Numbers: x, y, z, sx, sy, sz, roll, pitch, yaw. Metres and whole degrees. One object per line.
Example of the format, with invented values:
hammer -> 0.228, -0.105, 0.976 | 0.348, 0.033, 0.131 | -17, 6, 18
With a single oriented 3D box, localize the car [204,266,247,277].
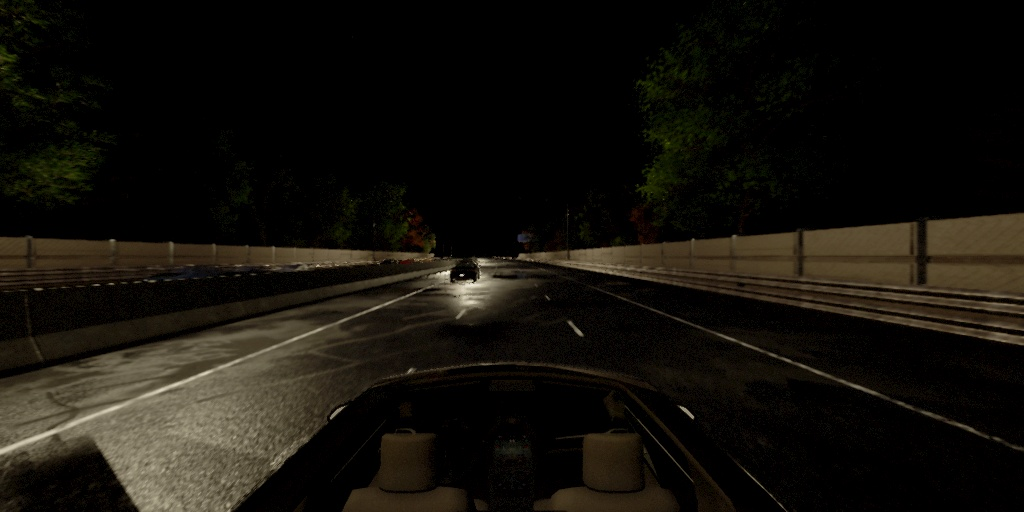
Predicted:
car -> -17.698, 1.352, 24.020 | 1.994, 1.385, 4.181 | 0, 0, 0

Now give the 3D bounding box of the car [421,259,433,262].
car -> -15.000, 1.257, 63.544 | 1.882, 1.535, 5.008 | 0, 0, -1

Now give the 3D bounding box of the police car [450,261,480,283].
police car -> -3.680, 1.196, 28.704 | 1.930, 1.638, 5.238 | 0, 0, -1

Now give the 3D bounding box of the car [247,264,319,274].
car -> -14.194, 1.273, 23.233 | 2.128, 1.511, 4.902 | 0, 0, 0

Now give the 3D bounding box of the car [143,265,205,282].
car -> -21.193, 1.341, 23.914 | 2.033, 1.411, 5.357 | 0, 0, 0
